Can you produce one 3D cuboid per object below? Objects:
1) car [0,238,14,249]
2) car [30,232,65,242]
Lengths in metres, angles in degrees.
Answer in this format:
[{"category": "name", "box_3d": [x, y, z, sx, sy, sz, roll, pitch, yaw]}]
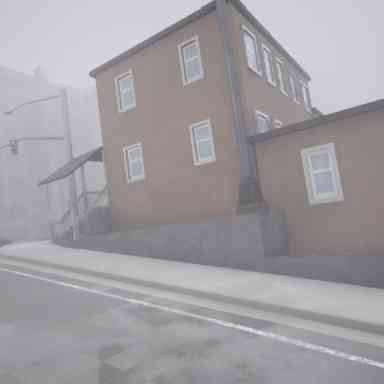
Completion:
[{"category": "car", "box_3d": [-13.716, 3.151, 19.889, 2.033, 1.411, 5.357, -12, -9, 37]}, {"category": "car", "box_3d": [-11.709, 4.278, 29.081, 1.837, 1.490, 4.892, -12, -11, 35]}]
